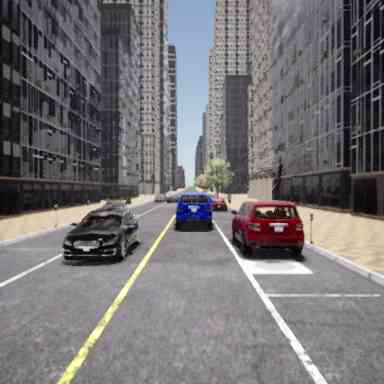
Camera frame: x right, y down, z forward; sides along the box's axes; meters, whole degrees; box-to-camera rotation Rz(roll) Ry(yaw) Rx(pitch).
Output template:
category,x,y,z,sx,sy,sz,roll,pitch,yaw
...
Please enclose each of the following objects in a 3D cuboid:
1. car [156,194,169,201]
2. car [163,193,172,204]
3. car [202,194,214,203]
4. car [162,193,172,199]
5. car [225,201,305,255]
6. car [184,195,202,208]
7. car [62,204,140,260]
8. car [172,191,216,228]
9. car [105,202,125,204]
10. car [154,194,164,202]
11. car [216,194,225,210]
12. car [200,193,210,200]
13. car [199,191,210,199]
category,x,y,z,sx,sy,sz,roll,pitch,yaw
car,-5.630,1.050,64.024,1.947,1.339,4.313,0,1,0
car,-3.018,1.143,53.390,1.994,1.385,4.181,0,1,0
car,2.745,1.117,58.320,1.802,1.307,4.206,0,1,0
car,-5.619,0.903,75.248,1.752,1.417,4.829,0,1,0
car,2.703,1.226,12.738,2.192,1.841,5.009,0,0,0
car,0.138,1.172,41.852,2.128,1.511,4.902,0,1,0
car,-3.088,1.420,12.146,1.837,1.490,4.892,0,0,0
car,0.118,1.071,20.969,2.150,2.045,5.566,0,0,0
car,-5.667,1.391,24.145,1.947,1.339,4.313,0,0,0
car,-5.635,1.086,58.328,2.008,1.369,4.403,0,1,0
car,2.724,1.278,35.531,1.887,1.381,4.507,0,0,0
car,2.756,0.996,69.714,1.947,1.339,4.313,0,1,0
car,2.762,0.691,75.407,2.192,1.841,5.009,0,1,0
